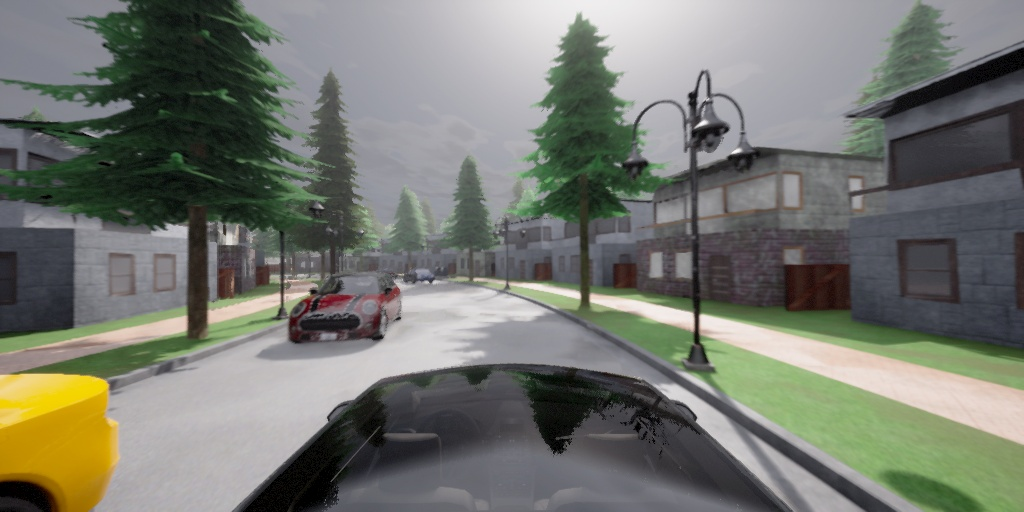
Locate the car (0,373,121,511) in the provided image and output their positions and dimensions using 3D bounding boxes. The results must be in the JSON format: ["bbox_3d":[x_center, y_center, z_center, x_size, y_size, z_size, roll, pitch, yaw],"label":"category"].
[{"bbox_3d":[-3.827,1.255,0.461,1.882,1.535,5.008,-1,-1,1],"label":"car"}]

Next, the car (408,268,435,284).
[{"bbox_3d":[-8.645,1.818,33.285,2.033,1.411,5.357,0,-1,-28],"label":"car"}]

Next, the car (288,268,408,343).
[{"bbox_3d":[-4.489,1.269,10.349,2.097,1.767,4.553,-1,-1,-9],"label":"car"}]

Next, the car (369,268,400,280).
[{"bbox_3d":[-15.119,2.068,42.432,1.895,1.301,4.718,0,-1,-40],"label":"car"}]
